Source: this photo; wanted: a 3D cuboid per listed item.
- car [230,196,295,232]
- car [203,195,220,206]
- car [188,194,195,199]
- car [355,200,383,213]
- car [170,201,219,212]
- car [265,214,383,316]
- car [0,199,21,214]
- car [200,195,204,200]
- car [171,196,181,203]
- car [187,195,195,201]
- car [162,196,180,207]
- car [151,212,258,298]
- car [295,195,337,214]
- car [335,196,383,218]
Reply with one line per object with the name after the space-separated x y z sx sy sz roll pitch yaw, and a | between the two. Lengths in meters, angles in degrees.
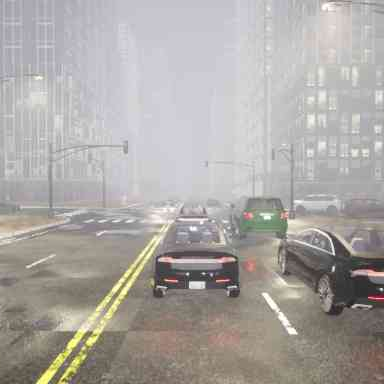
3.304 1.213 17.335 2.150 2.045 5.566 0 0 0 | car
3.226 1.527 52.221 1.994 1.385 4.181 0 0 0 | car
-0.240 1.337 91.300 1.895 1.301 4.718 0 0 0 | car
21.708 1.643 38.407 4.829 1.417 1.752 1 0 1 | car
0.053 1.482 17.687 2.128 1.511 4.902 0 0 0 | car
3.328 1.488 7.493 2.128 1.511 4.902 0 0 0 | car
-19.481 1.408 33.186 4.181 1.385 1.994 1 1 1 | car
3.018 1.510 87.974 1.895 1.301 4.718 0 0 0 | car
-3.437 1.493 70.617 1.994 1.385 4.181 0 0 0 | car
-0.212 1.458 80.853 2.033 1.411 5.357 0 0 0 | car
-3.477 1.455 51.380 2.128 1.511 4.902 0 0 0 | car
0.078 1.488 8.502 2.128 1.511 4.902 0 0 0 | car
13.098 1.305 35.926 5.566 2.045 2.150 0 1 1 | car
16.121 1.519 30.106 5.009 1.841 2.192 1 0 1 | car
